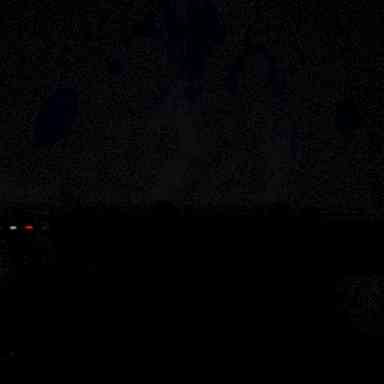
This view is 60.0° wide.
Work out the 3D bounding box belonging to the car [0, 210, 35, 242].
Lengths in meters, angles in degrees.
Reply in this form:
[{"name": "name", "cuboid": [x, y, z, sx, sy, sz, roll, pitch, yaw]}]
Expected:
[{"name": "car", "cuboid": [-8.842, 1.557, 16.064, 2.033, 1.411, 5.357, 2, -1, -32]}]
